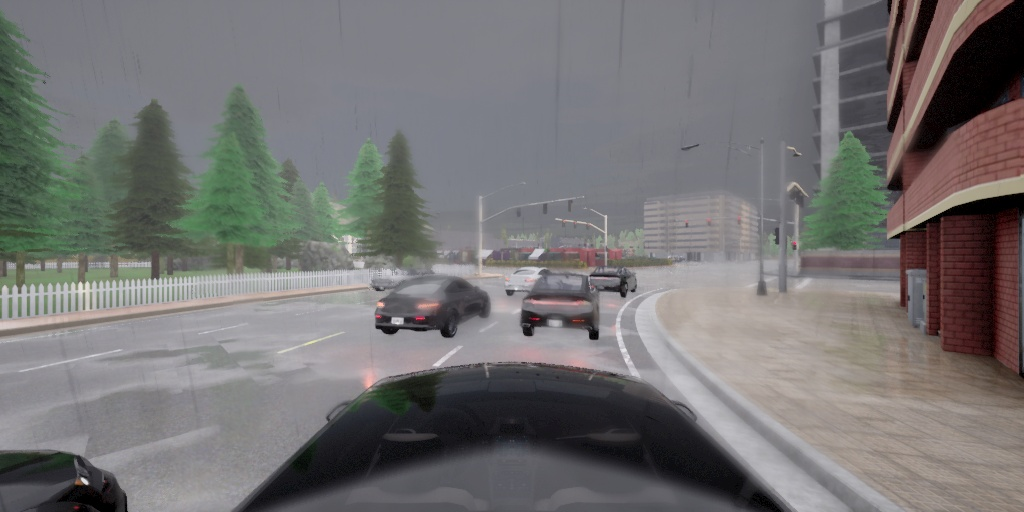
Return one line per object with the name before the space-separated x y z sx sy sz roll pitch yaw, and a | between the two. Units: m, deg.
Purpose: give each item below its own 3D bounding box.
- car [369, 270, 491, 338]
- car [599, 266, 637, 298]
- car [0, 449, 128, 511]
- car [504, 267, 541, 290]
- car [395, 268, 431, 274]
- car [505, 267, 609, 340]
car | -2.017 1.276 10.215 1.812 1.442 4.674 0 0 13
car | 5.285 1.241 18.723 2.128 1.511 4.902 0 0 28
car | -3.170 1.314 0.305 1.994 1.385 4.181 0 0 -3
car | 1.208 1.275 18.723 1.812 1.442 4.674 0 0 26
car | -5.919 1.358 20.927 1.895 1.301 4.718 0 0 26
car | 1.530 1.241 10.094 2.128 1.511 4.902 0 0 14
